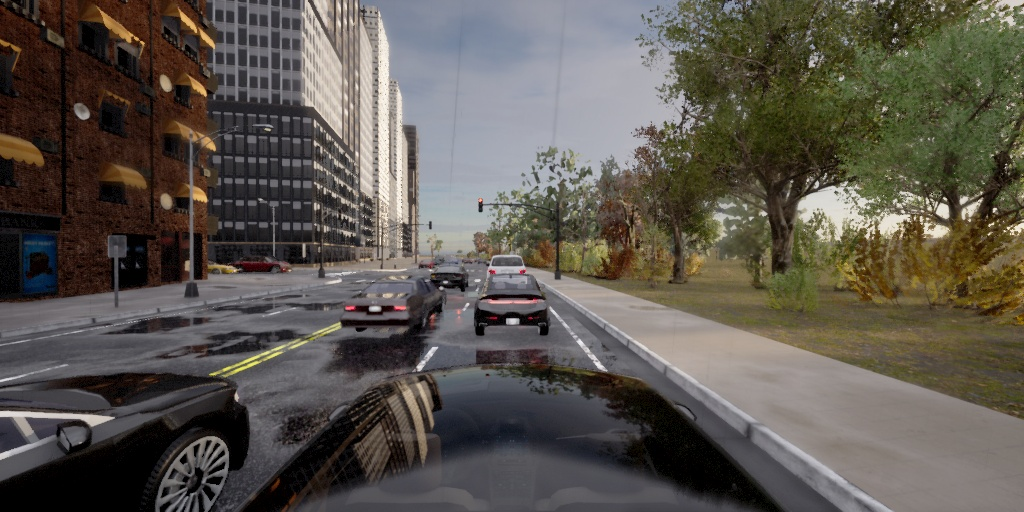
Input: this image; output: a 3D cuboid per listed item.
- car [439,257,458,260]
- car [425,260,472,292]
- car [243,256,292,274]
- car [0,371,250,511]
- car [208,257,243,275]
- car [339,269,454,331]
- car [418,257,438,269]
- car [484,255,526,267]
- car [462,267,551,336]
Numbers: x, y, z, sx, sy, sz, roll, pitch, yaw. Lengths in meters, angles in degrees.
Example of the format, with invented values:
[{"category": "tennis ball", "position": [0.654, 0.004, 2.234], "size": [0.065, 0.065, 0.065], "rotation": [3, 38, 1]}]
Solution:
[{"category": "car", "position": [-9.536, 1.281, 54.116], "size": [1.994, 1.385, 4.181], "rotation": [0, 0, -7]}, {"category": "car", "position": [-3.612, 1.221, 21.261], "size": [1.882, 1.535, 5.008], "rotation": [0, 0, -3]}, {"category": "car", "position": [-23.677, 0.811, 34.258], "size": [4.553, 1.767, 2.097], "rotation": [1, 0, -10]}, {"category": "car", "position": [-3.188, 1.241, 1.122], "size": [2.128, 1.511, 4.902], "rotation": [0, 0, 0]}, {"category": "car", "position": [-26.686, 0.938, 30.966], "size": [4.829, 1.417, 1.751], "rotation": [0, 0, -11]}, {"category": "car", "position": [-3.288, 1.296, 10.993], "size": [2.033, 1.411, 5.357], "rotation": [0, 0, -1]}, {"category": "car", "position": [-12.743, 1.197, 53.649], "size": [1.882, 1.535, 5.008], "rotation": [0, 0, -5]}, {"category": "car", "position": [-0.338, 0.964, 20.827], "size": [2.150, 2.045, 5.566], "rotation": [0, 0, -2]}, {"category": "car", "position": [-0.029, 1.239, 10.390], "size": [2.128, 1.511, 4.902], "rotation": [0, 0, -1]}]
